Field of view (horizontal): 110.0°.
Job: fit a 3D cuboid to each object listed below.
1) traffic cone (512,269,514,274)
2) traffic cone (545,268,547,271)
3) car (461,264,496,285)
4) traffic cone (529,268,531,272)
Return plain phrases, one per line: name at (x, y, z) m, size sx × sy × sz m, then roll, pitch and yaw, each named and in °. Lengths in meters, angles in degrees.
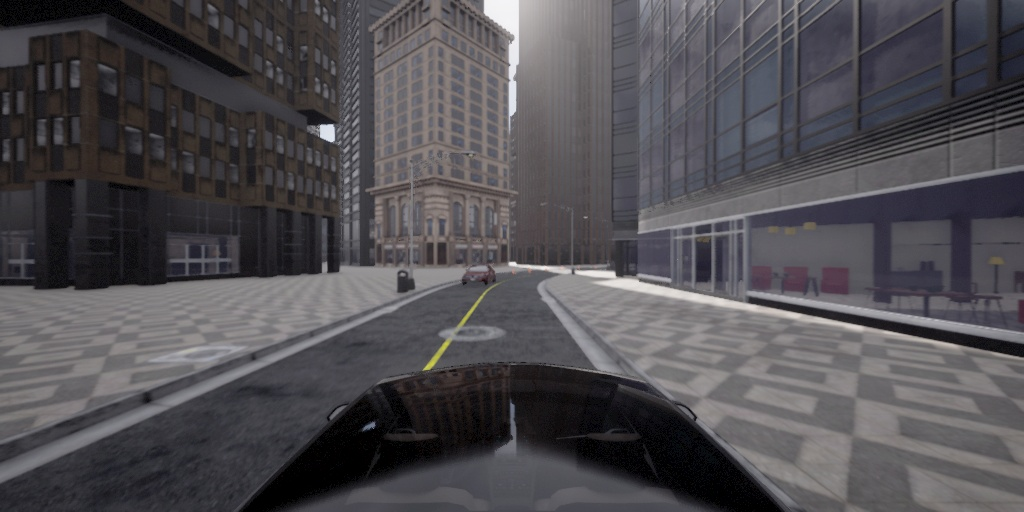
traffic cone at (0.164, 1.807, 41.954) m, size 0.340 × 0.580 × 0.340 m, roll 0°, pitch 0°, yaw 22°
traffic cone at (4.870, 1.837, 51.286) m, size 0.340 × 0.580 × 0.340 m, roll 0°, pitch 0°, yaw 32°
car at (-2.377, 1.338, 26.645) m, size 1.812 × 1.442 × 4.674 m, roll 0°, pitch 0°, yaw 8°
traffic cone at (2.316, 1.821, 46.721) m, size 0.340 × 0.580 × 0.340 m, roll 0°, pitch 0°, yaw 27°
